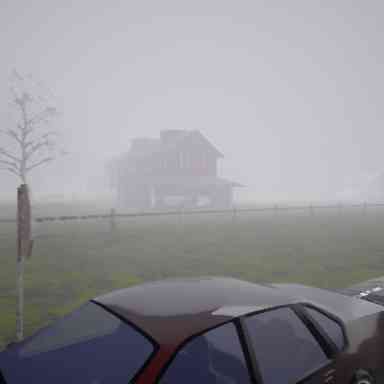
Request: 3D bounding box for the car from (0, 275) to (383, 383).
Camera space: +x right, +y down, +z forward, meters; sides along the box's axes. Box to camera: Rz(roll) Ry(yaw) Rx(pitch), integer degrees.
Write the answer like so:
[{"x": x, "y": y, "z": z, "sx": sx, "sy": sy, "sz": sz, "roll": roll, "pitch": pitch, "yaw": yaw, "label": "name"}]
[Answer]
[{"x": -0.144, "y": 1.549, "z": 2.741, "sx": 5.357, "sy": 1.411, "sz": 2.033, "roll": 0, "pitch": 0, "yaw": -38, "label": "car"}]
